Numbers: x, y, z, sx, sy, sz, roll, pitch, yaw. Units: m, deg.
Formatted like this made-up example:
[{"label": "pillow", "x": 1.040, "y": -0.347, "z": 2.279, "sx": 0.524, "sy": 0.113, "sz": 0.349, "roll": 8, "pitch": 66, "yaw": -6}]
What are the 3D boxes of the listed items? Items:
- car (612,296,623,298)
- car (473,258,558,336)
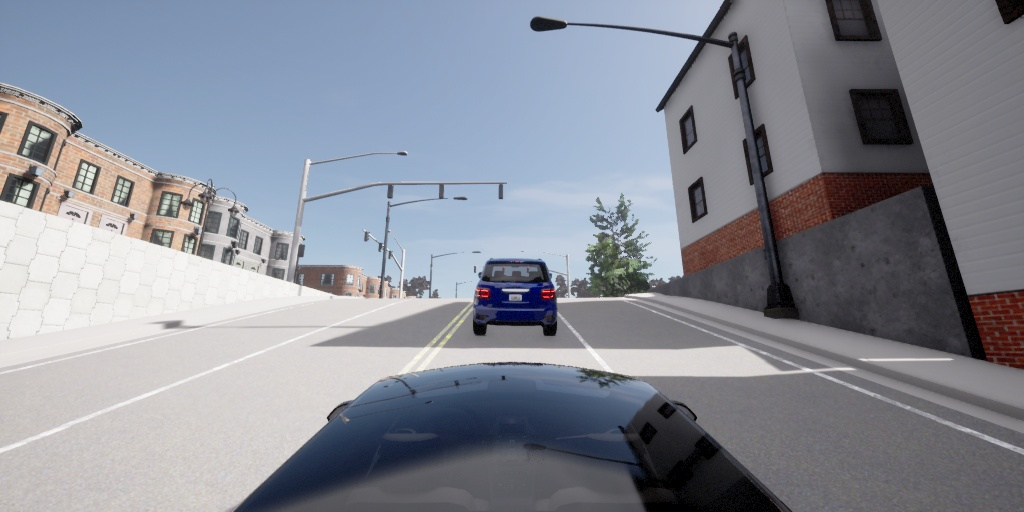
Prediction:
[{"label": "car", "x": 9.441, "y": 4.404, "z": 32.775, "sx": 4.181, "sy": 1.385, "sz": 1.994, "roll": 2, "pitch": -14, "yaw": -9}, {"label": "car", "x": 0.094, "y": 1.097, "z": 11.036, "sx": 2.150, "sy": 2.045, "sz": 5.566, "roll": 1, "pitch": -1, "yaw": 0}]
